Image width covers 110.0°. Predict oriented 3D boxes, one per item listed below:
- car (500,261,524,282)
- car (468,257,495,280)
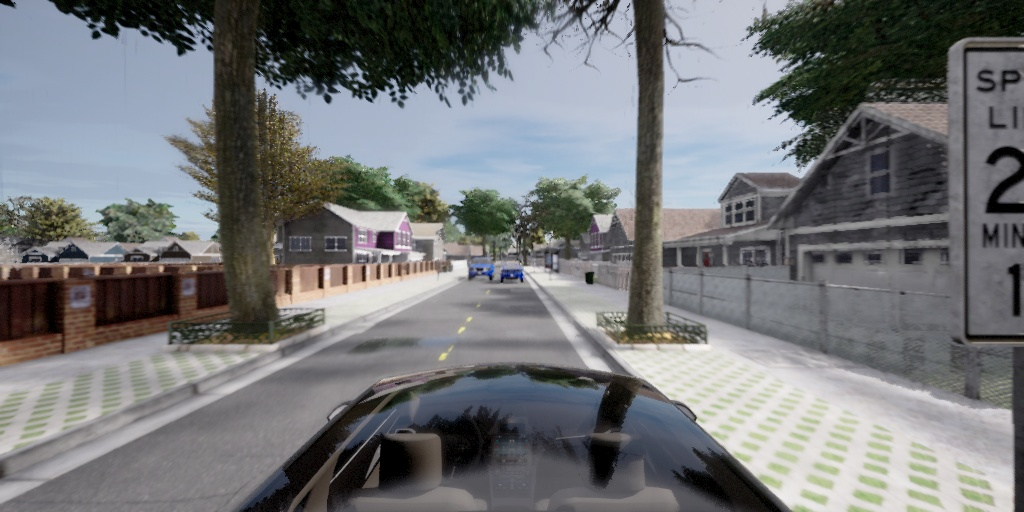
[{"bbox_3d":[0.003,1.366,30.398,1.882,1.535,5.008,0,0,0],"label":"car"},{"bbox_3d":[-2.757,1.125,33.395,2.150,2.045,5.566,0,0,0],"label":"car"}]
